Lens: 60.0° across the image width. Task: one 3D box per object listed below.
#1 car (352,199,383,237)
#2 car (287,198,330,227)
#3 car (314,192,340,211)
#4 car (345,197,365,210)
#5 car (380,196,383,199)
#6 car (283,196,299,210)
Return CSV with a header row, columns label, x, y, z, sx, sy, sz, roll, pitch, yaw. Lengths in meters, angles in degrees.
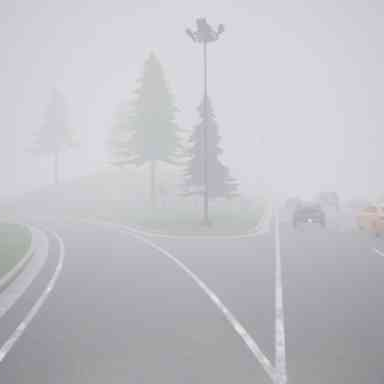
label,x,y,z,sx,sy,sz,roll,pitch,yaw
car,9.822,1.344,16.828,1.882,1.535,5.008,0,0,14
car,7.382,1.361,21.458,1.837,1.490,4.892,0,0,14
car,14.928,0.963,37.053,2.150,2.045,5.566,0,0,14
car,18.624,1.285,37.397,1.994,1.385,4.181,0,0,14
car,22.273,1.179,37.543,1.882,1.535,5.008,0,0,14
car,11.707,1.256,38.596,1.837,1.490,4.892,0,0,14
